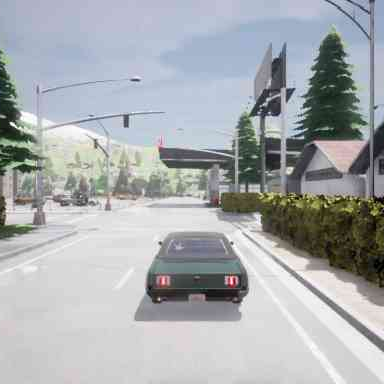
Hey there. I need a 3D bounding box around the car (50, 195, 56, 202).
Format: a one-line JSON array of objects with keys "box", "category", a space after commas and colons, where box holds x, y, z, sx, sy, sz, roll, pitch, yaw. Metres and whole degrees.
[{"box": [-23.982, 1.298, 63.025, 4.514, 1.523, 2.007, 0, 0, 0], "category": "car"}]

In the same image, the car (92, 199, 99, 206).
[{"box": [-16.149, 1.361, 50.647, 3.806, 1.475, 1.970, 0, 0, 0], "category": "car"}]

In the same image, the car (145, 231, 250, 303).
[{"box": [0.100, 1.601, 8.130, 1.895, 1.301, 4.718, 0, 0, 0], "category": "car"}]

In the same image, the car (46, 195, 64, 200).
[{"box": [-35.046, 1.384, 84.953, 3.806, 1.475, 1.970, 0, 0, 0], "category": "car"}]

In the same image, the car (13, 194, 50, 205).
[{"box": [-24.628, 1.097, 50.565, 4.605, 1.855, 1.932, 0, 0, 0], "category": "car"}]

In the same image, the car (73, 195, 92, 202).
[{"box": [-23.992, 1.319, 73.018, 3.633, 1.501, 1.845, 0, 0, 0], "category": "car"}]

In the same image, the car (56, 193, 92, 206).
[{"box": [-16.743, 1.077, 47.319, 3.866, 1.878, 1.905, 0, 0, 0], "category": "car"}]

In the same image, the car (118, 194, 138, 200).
[{"box": [-16.380, 1.330, 84.904, 5.027, 1.636, 2.152, 0, 0, 0], "category": "car"}]

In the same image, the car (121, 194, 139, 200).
[{"box": [-16.449, 1.339, 88.040, 4.514, 1.523, 2.007, 0, 0, 0], "category": "car"}]
